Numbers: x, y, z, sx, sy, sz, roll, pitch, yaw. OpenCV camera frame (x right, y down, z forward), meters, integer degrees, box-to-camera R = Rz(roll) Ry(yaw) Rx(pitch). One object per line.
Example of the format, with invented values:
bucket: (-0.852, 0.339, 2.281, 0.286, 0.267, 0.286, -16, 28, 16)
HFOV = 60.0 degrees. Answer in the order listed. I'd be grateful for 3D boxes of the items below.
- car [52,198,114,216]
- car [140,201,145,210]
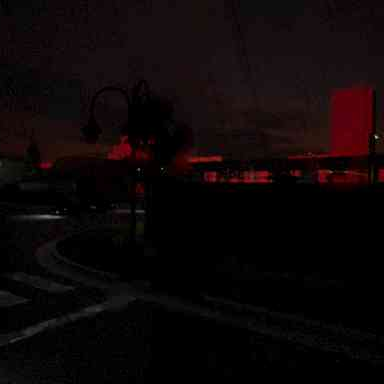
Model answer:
car: (-9.316, 1.225, 28.937, 2.033, 1.411, 5.357, 1, 1, 35)
car: (-3.643, 1.204, 36.898, 1.812, 1.442, 4.674, 1, 1, 36)
